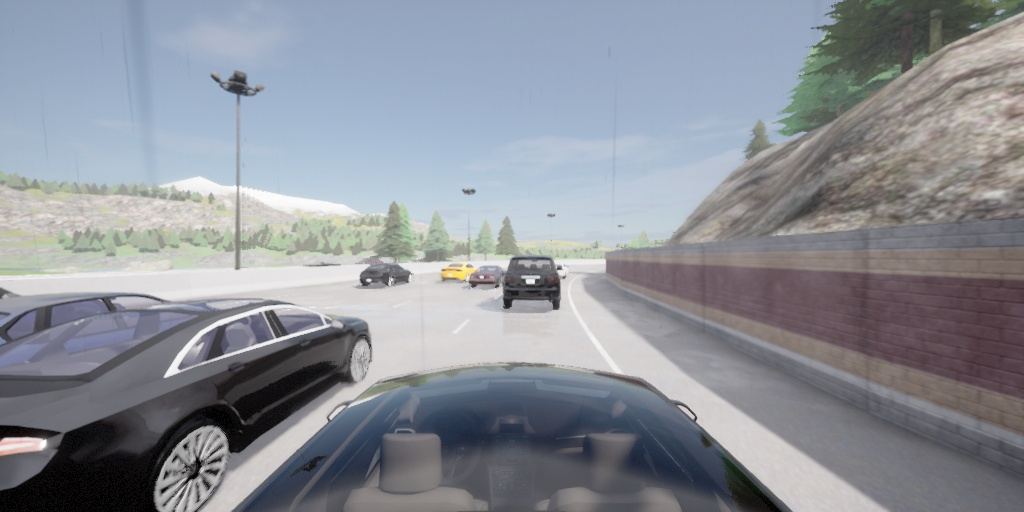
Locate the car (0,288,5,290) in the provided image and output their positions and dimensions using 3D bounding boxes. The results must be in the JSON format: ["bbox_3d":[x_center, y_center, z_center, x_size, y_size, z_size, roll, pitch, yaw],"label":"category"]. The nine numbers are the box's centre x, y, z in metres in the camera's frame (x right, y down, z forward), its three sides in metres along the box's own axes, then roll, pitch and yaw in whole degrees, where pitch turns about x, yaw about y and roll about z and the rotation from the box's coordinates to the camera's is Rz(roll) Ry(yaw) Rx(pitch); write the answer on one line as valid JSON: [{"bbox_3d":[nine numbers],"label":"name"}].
[{"bbox_3d":[-10.209,1.073,6.192,2.097,1.767,4.553,0,0,2],"label":"car"}]

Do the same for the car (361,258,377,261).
[{"bbox_3d":[-20.130,1.087,50.145,2.097,1.767,4.553,0,0,18],"label":"car"}]

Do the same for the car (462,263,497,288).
[{"bbox_3d":[-1.373,1.317,23.863,2.033,1.411,5.357,0,0,10],"label":"car"}]

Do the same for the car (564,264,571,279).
[{"bbox_3d":[4.208,1.323,33.083,1.812,1.442,4.674,0,0,14],"label":"car"}]

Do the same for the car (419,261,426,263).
[{"bbox_3d":[-12.871,1.323,49.854,1.994,1.385,4.181,0,0,19],"label":"car"}]

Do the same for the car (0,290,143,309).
[{"bbox_3d":[-6.783,1.279,5.650,2.033,1.411,5.357,0,0,2],"label":"car"}]

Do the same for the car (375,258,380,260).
[{"bbox_3d":[-16.492,1.348,50.114,1.895,1.301,4.718,0,0,19],"label":"car"}]

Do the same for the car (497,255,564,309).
[{"bbox_3d":[0.935,0.989,15.169,2.150,2.045,5.566,0,0,6],"label":"car"}]

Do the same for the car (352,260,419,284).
[{"bbox_3d":[-8.350,1.251,24.260,1.837,1.490,4.892,0,0,9],"label":"car"}]

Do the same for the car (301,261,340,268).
[{"bbox_3d":[-24.879,1.317,46.731,1.895,1.301,4.718,0,0,17],"label":"car"}]

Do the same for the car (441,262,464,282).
[{"bbox_3d":[-4.008,1.243,28.509,1.882,1.535,5.008,0,0,11],"label":"car"}]

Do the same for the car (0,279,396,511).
[{"bbox_3d":[-3.284,1.233,4.137,2.128,1.511,4.902,0,0,1],"label":"car"}]
